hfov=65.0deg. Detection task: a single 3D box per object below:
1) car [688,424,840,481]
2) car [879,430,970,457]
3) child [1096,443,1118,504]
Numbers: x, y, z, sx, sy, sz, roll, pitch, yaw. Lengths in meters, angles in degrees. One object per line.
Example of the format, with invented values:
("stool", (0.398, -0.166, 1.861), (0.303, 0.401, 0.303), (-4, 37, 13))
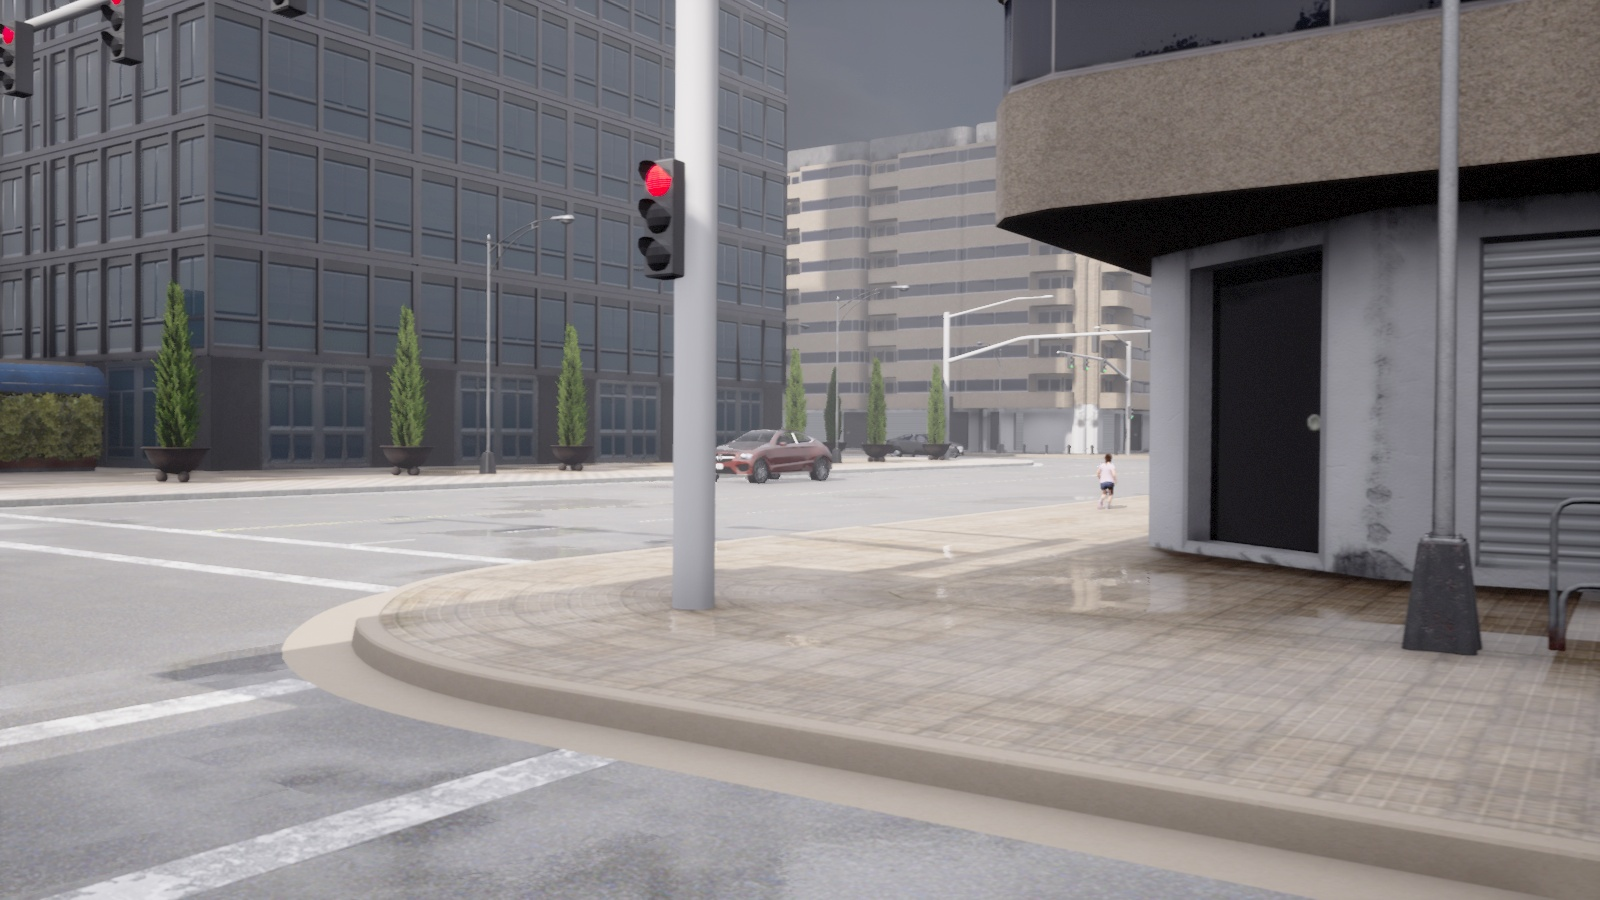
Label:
("car", (-1.015, 0.036, 38.910), (2.152, 1.651, 5.027), (0, 1, 34))
("car", (7.333, -0.370, 74.112), (4.902, 1.511, 2.128), (0, 1, 34))
("child", (5.601, 0.424, 22.895), (0.255, 1.110, 0.394), (0, 1, 35))
